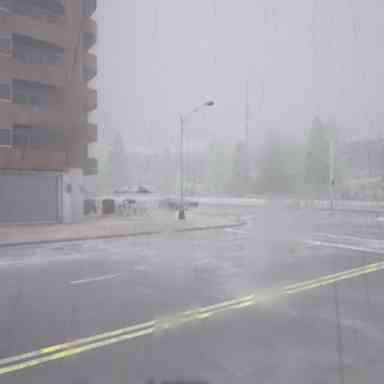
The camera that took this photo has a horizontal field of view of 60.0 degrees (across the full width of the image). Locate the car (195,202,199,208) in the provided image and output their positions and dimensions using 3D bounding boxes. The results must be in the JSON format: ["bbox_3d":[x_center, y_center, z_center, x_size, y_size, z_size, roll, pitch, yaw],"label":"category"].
[{"bbox_3d":[-1.117,1.448,43.098,1.895,1.301,4.718,0,0,-37],"label":"car"}]

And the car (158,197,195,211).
[{"bbox_3d":[-2.095,1.366,38.447,1.837,1.490,4.892,0,0,-36],"label":"car"}]
